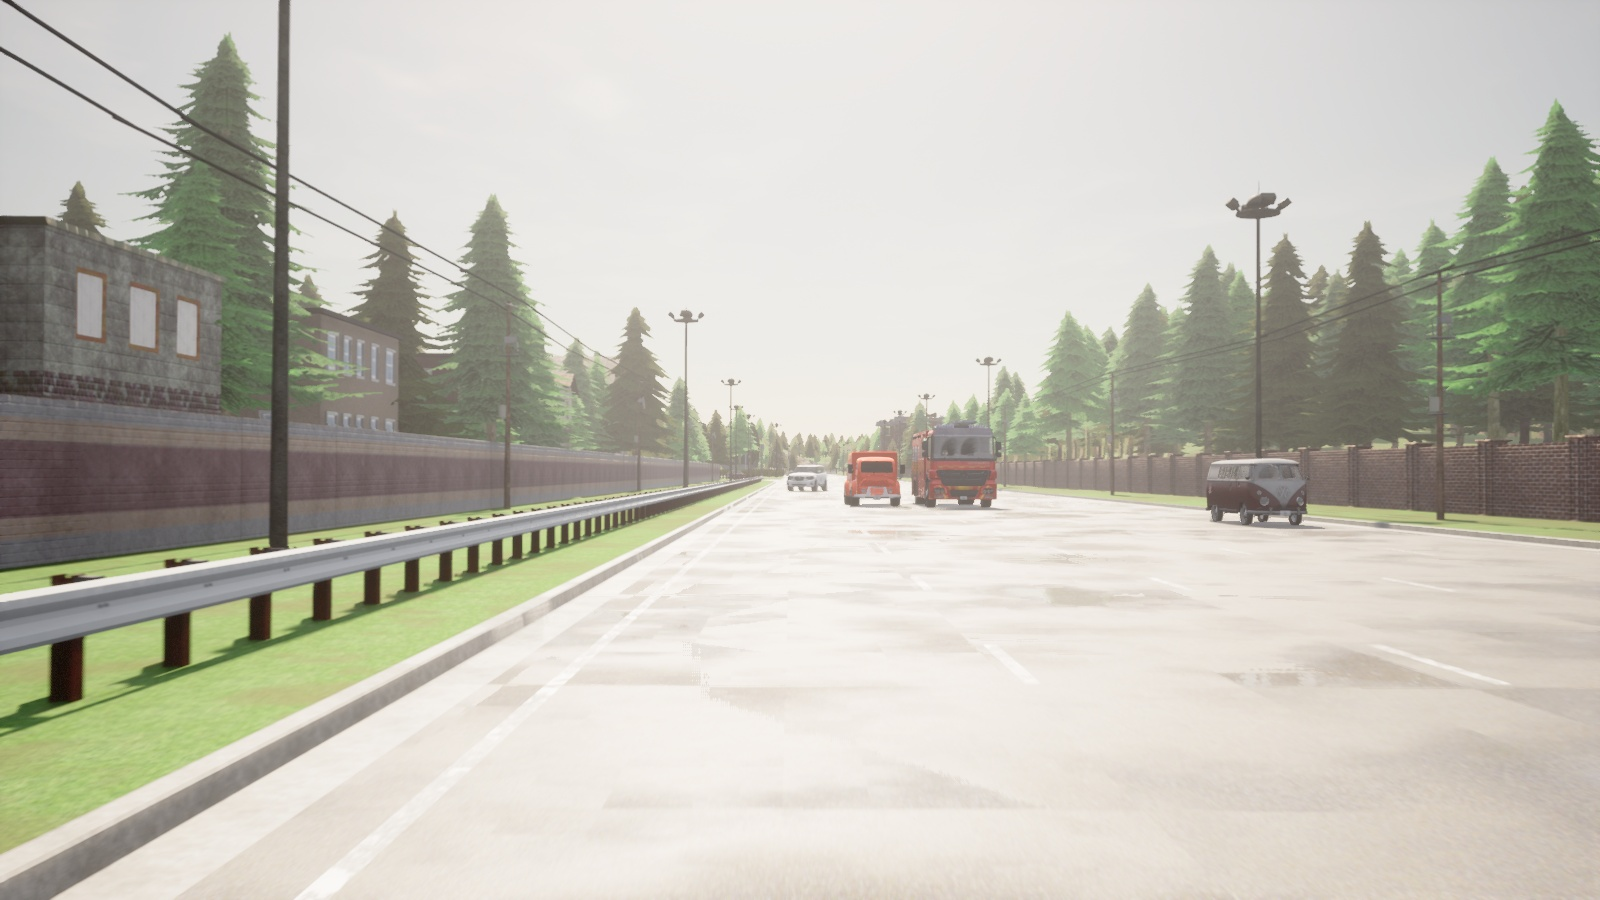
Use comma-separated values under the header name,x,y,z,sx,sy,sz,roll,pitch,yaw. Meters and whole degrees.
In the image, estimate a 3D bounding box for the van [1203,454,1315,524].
name,x,y,z,sx,sy,sz,roll,pitch,yaw
van,13.906,1.153,38.328,1.775,1.987,4.442,0,-1,0

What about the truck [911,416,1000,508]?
name,x,y,z,sx,sy,sz,roll,pitch,yaw
truck,6.853,0.568,56.551,2.891,3.827,8.468,0,-1,0

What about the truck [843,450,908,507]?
name,x,y,z,sx,sy,sz,roll,pitch,yaw
truck,3.360,1.273,57.306,2.627,2.467,5.204,0,-1,0

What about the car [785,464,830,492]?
name,x,y,z,sx,sy,sz,roll,pitch,yaw
car,0.597,2.137,96.004,2.150,2.045,5.566,0,-1,14
